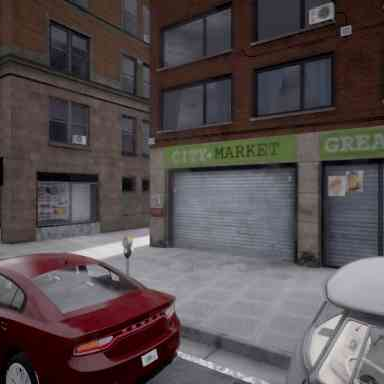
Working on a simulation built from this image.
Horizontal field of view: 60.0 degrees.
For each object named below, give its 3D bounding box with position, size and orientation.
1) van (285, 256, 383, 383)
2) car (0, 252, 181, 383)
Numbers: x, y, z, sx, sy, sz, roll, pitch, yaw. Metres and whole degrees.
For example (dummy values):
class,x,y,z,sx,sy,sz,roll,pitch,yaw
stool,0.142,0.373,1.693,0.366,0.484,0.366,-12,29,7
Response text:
class,x,y,z,sx,sy,sz,roll,pitch,yaw
van,2.366,1.341,1.389,3.998,1.788,1.690,0,0,35
car,-2.243,1.544,4.675,4.507,1.381,1.887,0,0,35
